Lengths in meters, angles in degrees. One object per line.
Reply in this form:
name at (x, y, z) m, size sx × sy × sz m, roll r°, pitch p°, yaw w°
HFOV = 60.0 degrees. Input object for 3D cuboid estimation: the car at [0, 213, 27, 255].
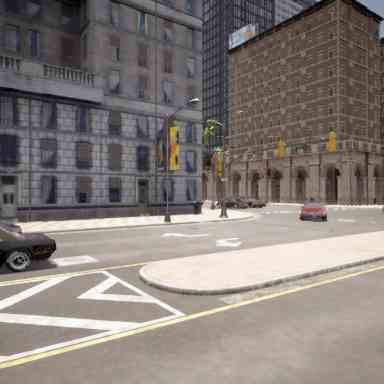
car at (-8.471, 1.564, 12.100) m, size 4.181 × 1.385 × 1.994 m, roll 0°, pitch 0°, yaw -35°

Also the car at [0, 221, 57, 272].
car at (-6.442, 1.601, 9.248) m, size 4.718 × 1.301 × 1.895 m, roll 0°, pitch 0°, yaw -35°

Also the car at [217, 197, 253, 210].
car at (5.318, 1.505, 43.650) m, size 1.837 × 1.490 × 4.892 m, roll 0°, pitch 0°, yaw -35°

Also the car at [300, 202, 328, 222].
car at (9.891, 1.526, 26.859) m, size 1.812 × 1.442 × 4.674 m, roll 1°, pitch 0°, yaw 21°

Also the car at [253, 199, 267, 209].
car at (7.843, 1.547, 46.143) m, size 2.033 × 1.411 × 5.357 m, roll 0°, pitch 0°, yaw -35°
